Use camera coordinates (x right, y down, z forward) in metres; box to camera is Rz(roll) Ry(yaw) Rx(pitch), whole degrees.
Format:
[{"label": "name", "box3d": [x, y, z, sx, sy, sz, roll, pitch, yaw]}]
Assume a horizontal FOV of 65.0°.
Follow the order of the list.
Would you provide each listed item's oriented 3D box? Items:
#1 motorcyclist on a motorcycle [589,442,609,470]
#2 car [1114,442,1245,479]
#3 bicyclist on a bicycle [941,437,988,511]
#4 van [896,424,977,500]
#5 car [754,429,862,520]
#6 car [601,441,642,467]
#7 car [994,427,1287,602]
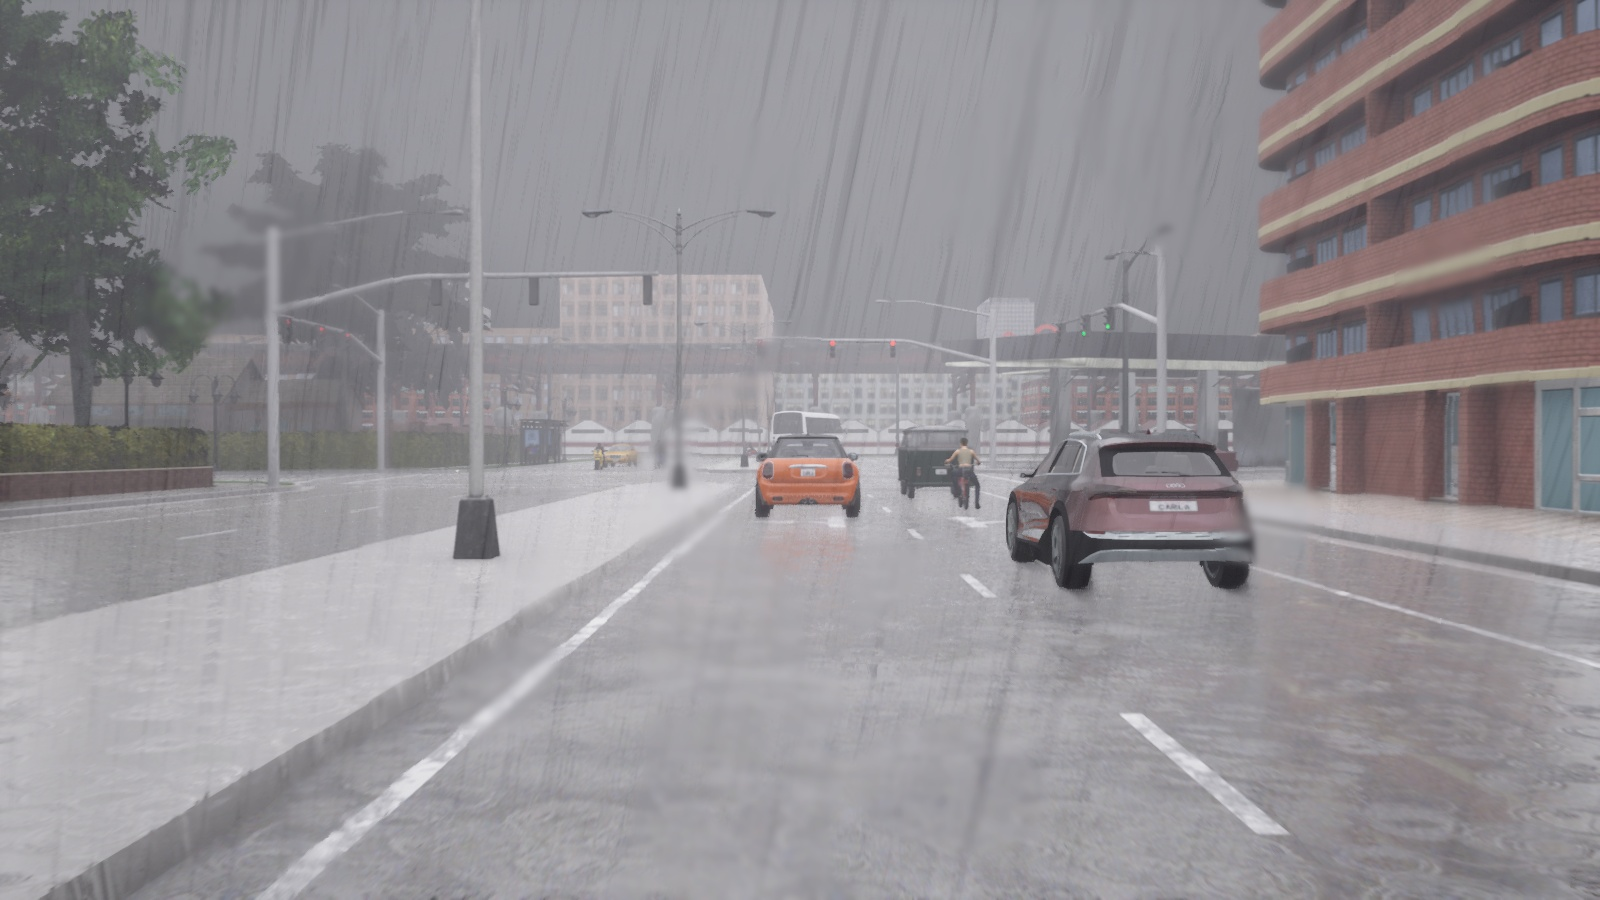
[{"label": "motorcyclist on a motorcycle", "box3d": [-11.108, 0.328, 69.419, 0.797, 1.523, 2.044, 0, 0, 0]}, {"label": "car", "box3d": [16.132, 0.435, 53.584, 5.008, 1.535, 1.882, 0, 0, -2]}, {"label": "bicyclist on a bicycle", "box3d": [3.676, 0.527, 28.159, 0.866, 1.612, 1.509, 0, 0, 0]}, {"label": "van", "box3d": [3.714, 0.306, 34.863, 1.775, 1.987, 4.442, 0, 0, 0]}, {"label": "car", "box3d": [0.166, 0.456, 26.593, 2.097, 1.767, 4.553, 0, 0, 0]}, {"label": "car", "box3d": [-11.042, 0.237, 77.984, 1.801, 1.575, 5.366, 0, 0, 0]}, {"label": "car", "box3d": [3.597, 0.599, 14.308, 2.033, 1.649, 4.856, 0, 0, 0]}]
